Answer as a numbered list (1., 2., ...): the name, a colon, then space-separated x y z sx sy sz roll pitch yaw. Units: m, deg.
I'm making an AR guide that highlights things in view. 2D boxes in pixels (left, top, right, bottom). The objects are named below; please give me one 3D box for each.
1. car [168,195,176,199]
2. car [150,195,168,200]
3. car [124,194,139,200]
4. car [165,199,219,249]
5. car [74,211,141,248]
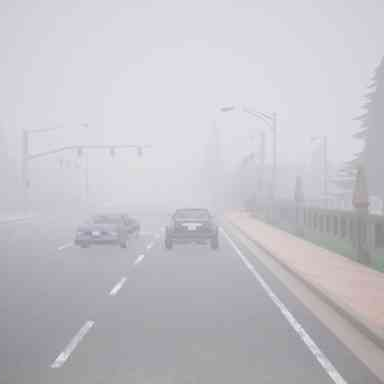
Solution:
1. car: -5.999 1.492 91.998 1.837 1.490 4.892 0 0 -29
2. car: -8.950 1.558 90.087 1.895 1.301 4.718 0 0 -29
3. car: -16.767 1.476 89.517 1.882 1.535 5.008 0 0 -32
4. car: 0.000 1.364 14.620 2.097 1.767 4.553 0 0 0
5. car: -3.500 1.561 14.650 2.033 1.411 5.357 0 0 0
